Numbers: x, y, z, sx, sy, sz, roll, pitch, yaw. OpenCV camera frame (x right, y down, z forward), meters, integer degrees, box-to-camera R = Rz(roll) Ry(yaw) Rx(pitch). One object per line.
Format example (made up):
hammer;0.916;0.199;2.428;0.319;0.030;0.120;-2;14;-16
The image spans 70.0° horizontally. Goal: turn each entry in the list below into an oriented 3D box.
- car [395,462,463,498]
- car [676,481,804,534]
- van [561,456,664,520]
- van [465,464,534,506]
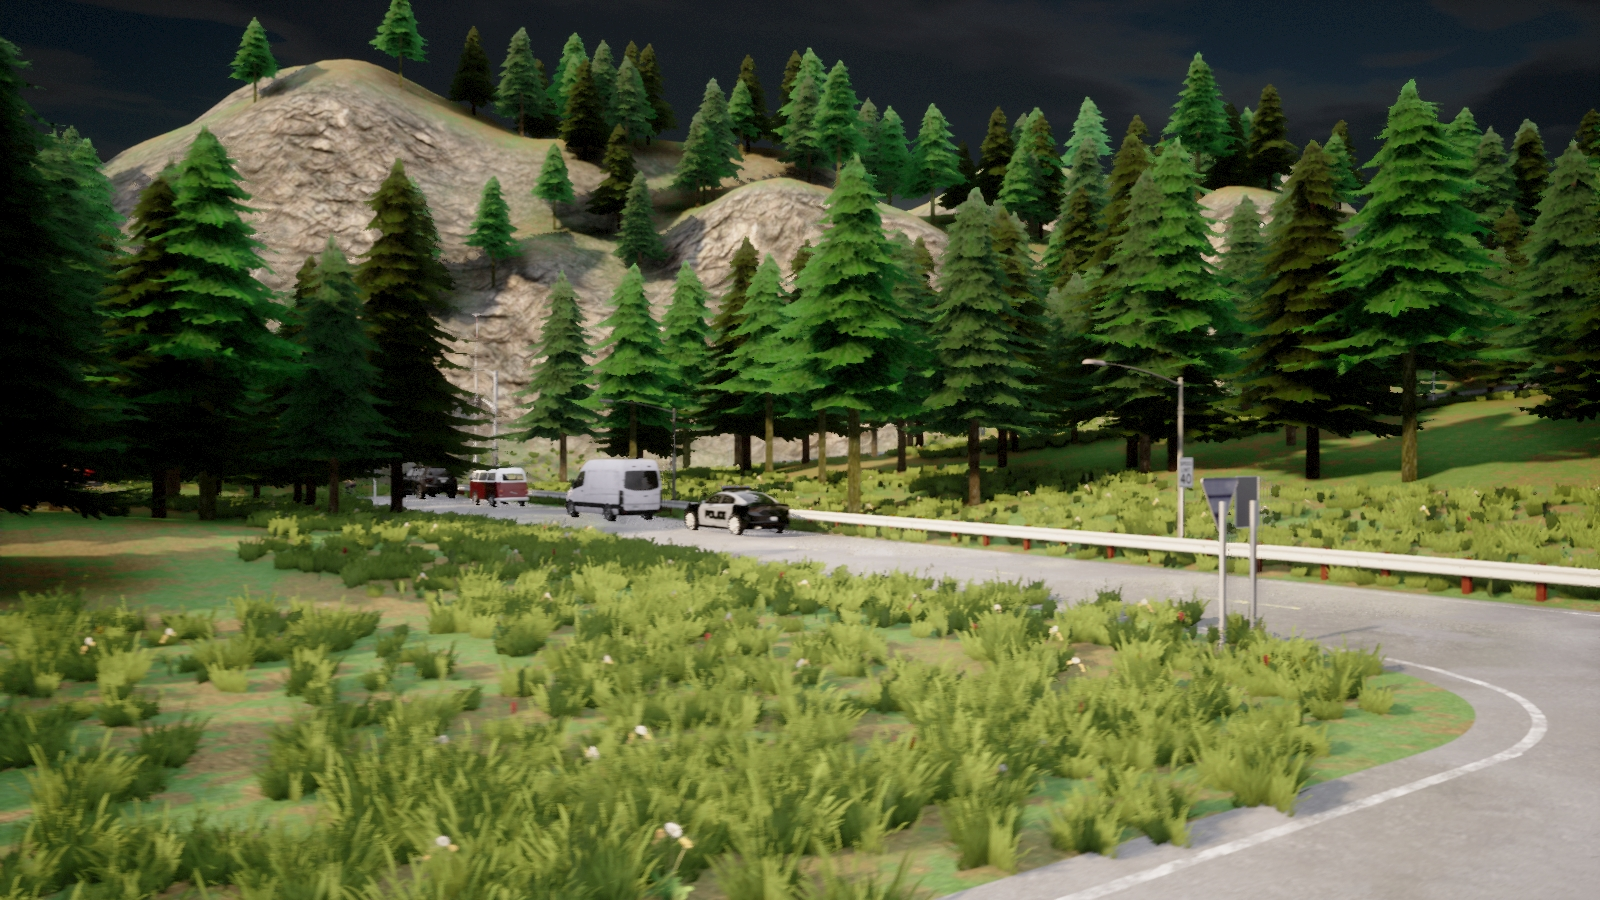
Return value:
car;-22.545;1.791;69.253;2.150;2.045;5.566;0;0;-38
car;-2.214;1.994;40.833;2.097;1.638;5.238;0;0;-35
van;-8.118;1.545;49.002;1.988;2.561;5.915;0;0;-35
van;-15.804;1.793;59.919;2.069;2.038;4.480;0;0;-35
